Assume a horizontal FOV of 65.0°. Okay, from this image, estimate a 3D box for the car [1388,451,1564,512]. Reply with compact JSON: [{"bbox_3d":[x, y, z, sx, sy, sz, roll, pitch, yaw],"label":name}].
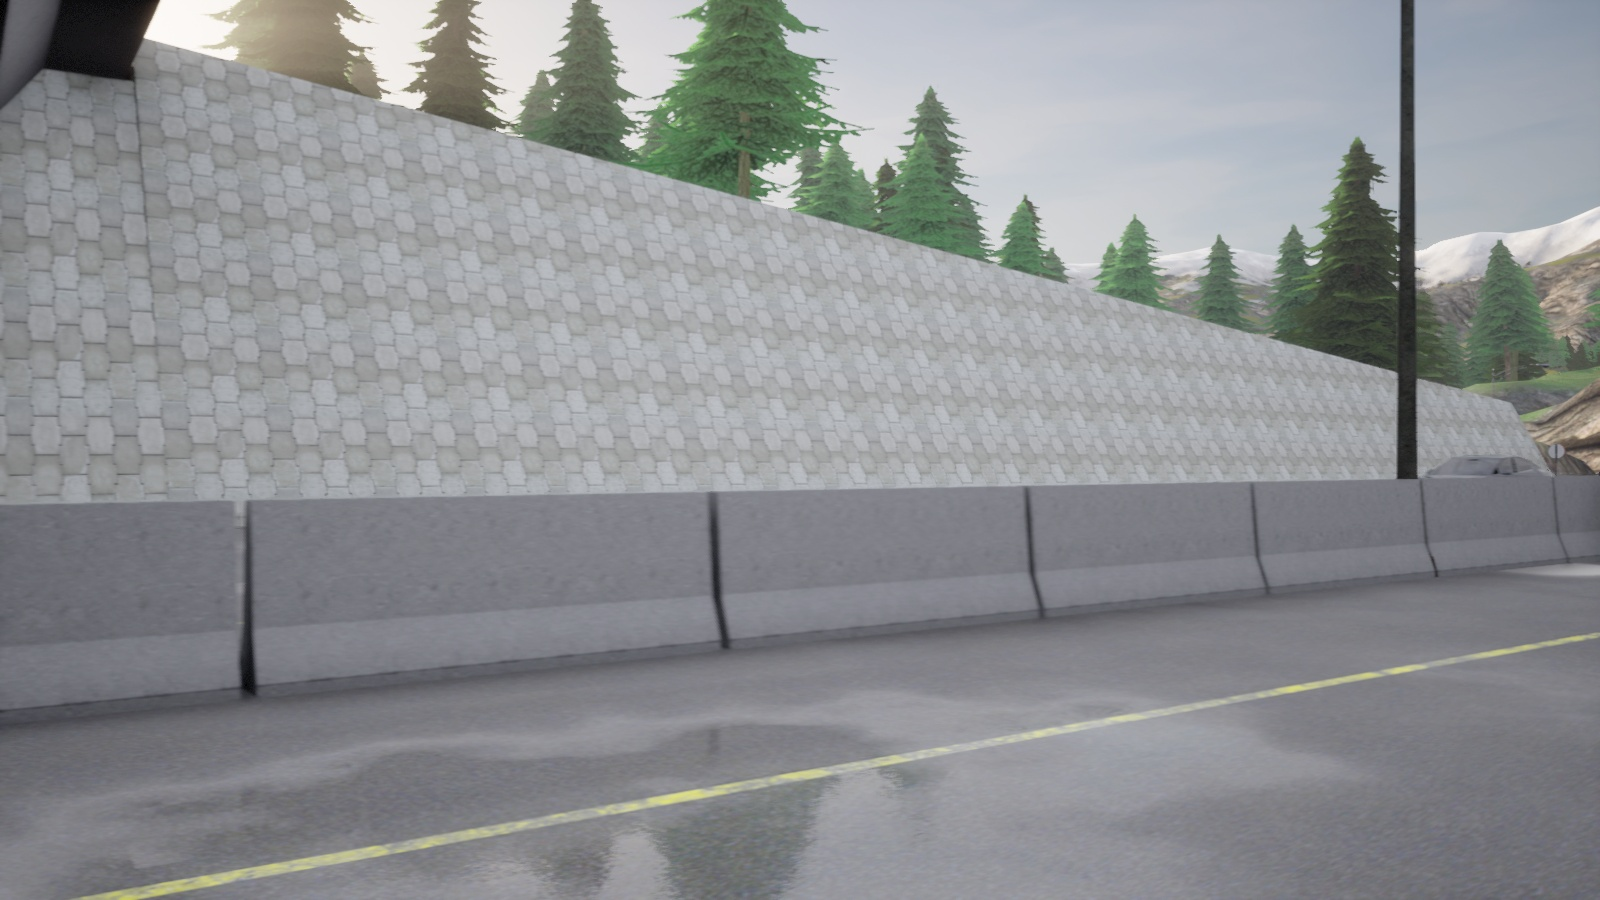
[{"bbox_3d":[17.892,0.788,33.169,4.792,1.488,2.163,0,0,-35],"label":"car"}]
